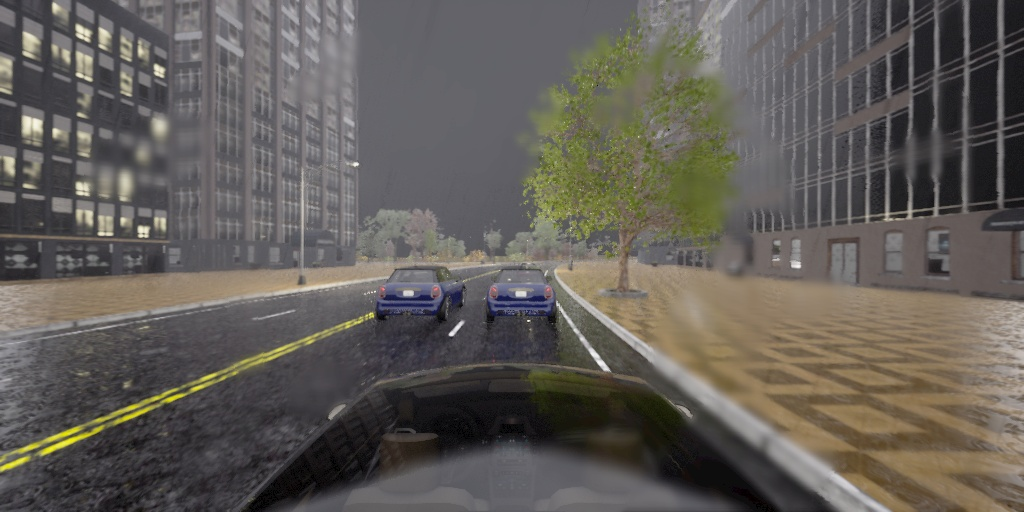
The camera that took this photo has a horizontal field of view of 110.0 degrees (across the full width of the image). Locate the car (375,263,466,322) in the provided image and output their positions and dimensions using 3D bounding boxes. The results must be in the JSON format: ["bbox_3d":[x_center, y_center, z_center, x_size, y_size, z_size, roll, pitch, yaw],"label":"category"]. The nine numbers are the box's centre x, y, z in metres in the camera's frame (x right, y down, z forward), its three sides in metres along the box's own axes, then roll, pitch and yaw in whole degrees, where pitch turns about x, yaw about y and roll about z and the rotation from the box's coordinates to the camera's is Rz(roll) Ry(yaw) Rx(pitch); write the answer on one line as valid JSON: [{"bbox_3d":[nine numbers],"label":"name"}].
[{"bbox_3d":[-2.924,1.101,12.455,2.097,1.767,4.553,0,0,2],"label":"car"}]

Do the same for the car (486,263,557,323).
[{"bbox_3d":[0.322,1.105,12.344,2.097,1.767,4.553,0,0,2],"label":"car"}]
